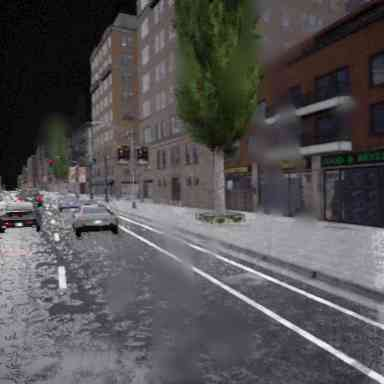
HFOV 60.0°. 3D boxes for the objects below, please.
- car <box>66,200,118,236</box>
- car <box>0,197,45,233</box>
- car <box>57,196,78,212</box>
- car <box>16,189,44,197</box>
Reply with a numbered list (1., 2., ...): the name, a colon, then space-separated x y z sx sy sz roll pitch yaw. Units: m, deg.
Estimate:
1. car: -4.994 1.278 16.629 1.994 1.385 4.181 -1 1 -24
2. car: -9.166 1.257 18.020 1.837 1.490 4.892 -1 2 -24
3. car: -11.585 1.064 31.196 2.033 1.411 5.357 -1 1 -25
4. car: -15.455 0.784 31.741 2.150 2.045 5.566 -1 1 -25
